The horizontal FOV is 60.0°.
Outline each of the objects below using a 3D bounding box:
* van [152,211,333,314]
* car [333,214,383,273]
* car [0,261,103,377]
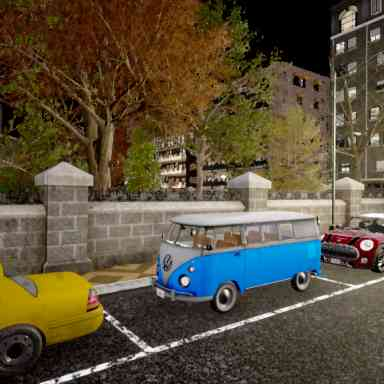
[{"bbox_3d":[1.132,1.342,7.347,3.998,1.788,1.690,0,1,-35],"label":"van"},{"bbox_3d":[5.705,1.442,10.604,4.097,1.590,1.967,0,1,-35],"label":"car"},{"bbox_3d":[-3.581,1.525,3.995,4.829,1.417,1.752,0,1,-35],"label":"car"}]
